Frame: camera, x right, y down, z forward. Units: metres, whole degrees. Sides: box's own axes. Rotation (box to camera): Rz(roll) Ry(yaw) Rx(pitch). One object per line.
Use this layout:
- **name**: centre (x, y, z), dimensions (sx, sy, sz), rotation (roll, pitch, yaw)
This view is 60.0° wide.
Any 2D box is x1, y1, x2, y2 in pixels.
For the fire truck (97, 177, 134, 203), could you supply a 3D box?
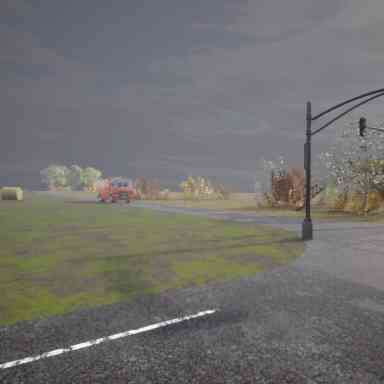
- **fire truck**: centre (-11.714, -0.354, 50.084), dimensions (2.891, 3.827, 8.468), rotation (1, 0, -32)
